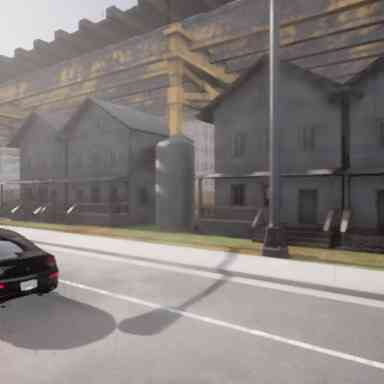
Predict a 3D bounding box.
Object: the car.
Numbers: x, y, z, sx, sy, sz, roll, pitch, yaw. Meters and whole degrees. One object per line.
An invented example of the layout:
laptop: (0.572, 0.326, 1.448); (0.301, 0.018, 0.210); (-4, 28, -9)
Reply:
car: (-4.836, 1.523, 7.415); (4.674, 1.442, 1.812); (0, 0, 36)
